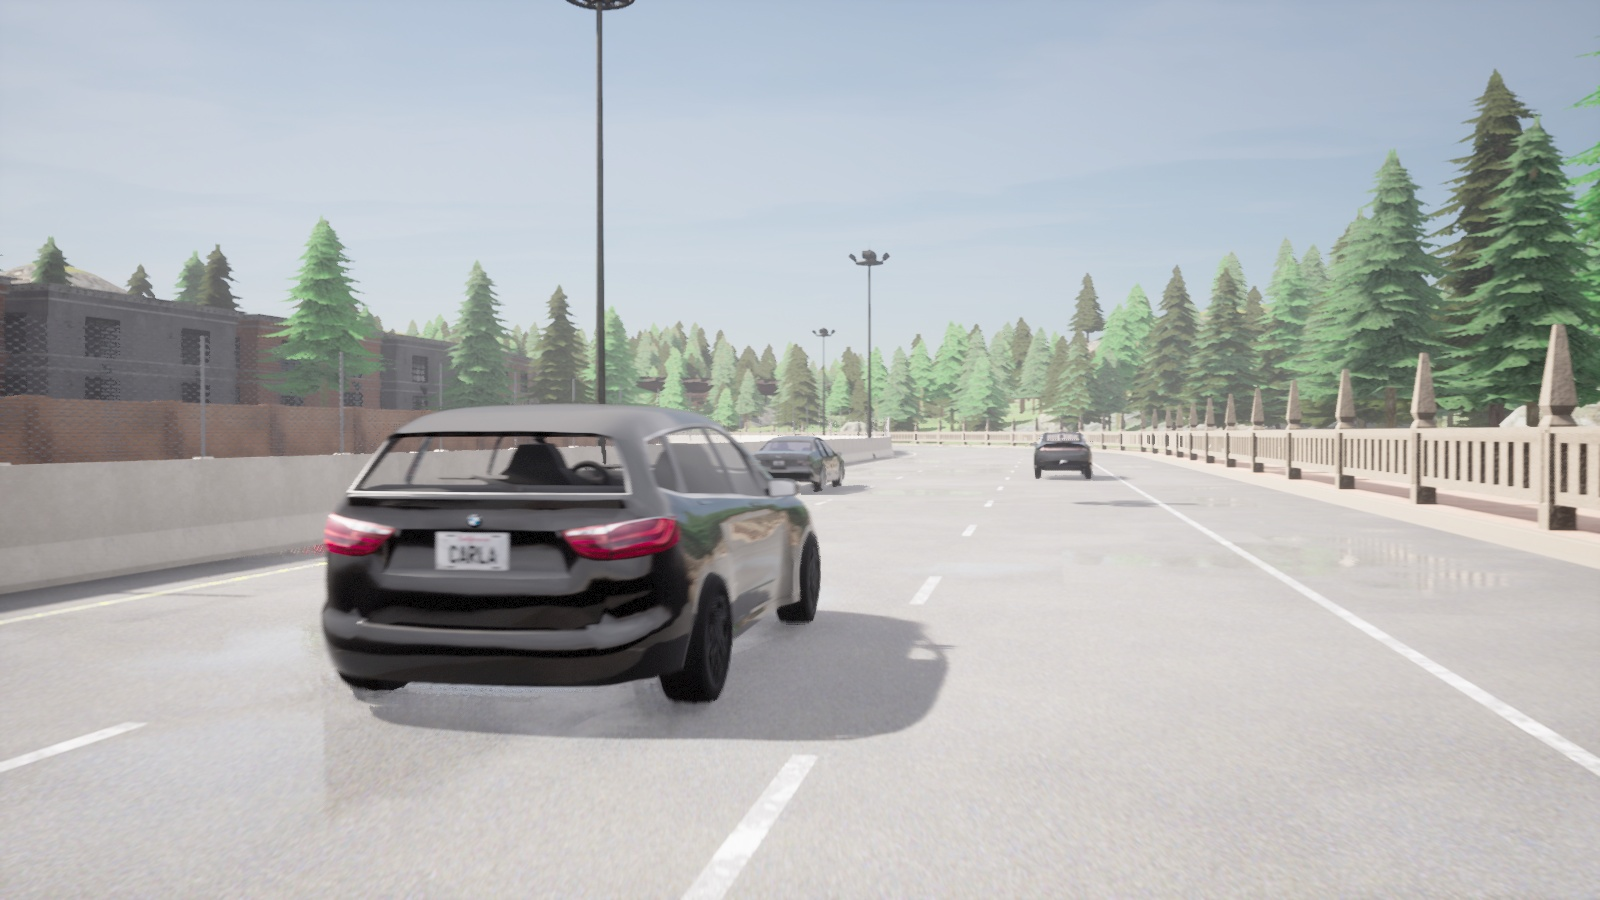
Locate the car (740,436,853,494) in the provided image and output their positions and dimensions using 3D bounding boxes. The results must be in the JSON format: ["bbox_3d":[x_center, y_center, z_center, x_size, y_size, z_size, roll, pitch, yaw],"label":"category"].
[{"bbox_3d":[0.019,0.327,33.426,2.033,1.411,5.357,0,1,11],"label":"car"}]

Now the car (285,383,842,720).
[{"bbox_3d":[-1.182,0.468,8.687,2.242,1.667,4.611,0,1,11],"label":"car"}]

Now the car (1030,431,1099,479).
[{"bbox_3d":[8.797,0.119,41.988,2.128,1.511,4.902,0,1,11],"label":"car"}]
